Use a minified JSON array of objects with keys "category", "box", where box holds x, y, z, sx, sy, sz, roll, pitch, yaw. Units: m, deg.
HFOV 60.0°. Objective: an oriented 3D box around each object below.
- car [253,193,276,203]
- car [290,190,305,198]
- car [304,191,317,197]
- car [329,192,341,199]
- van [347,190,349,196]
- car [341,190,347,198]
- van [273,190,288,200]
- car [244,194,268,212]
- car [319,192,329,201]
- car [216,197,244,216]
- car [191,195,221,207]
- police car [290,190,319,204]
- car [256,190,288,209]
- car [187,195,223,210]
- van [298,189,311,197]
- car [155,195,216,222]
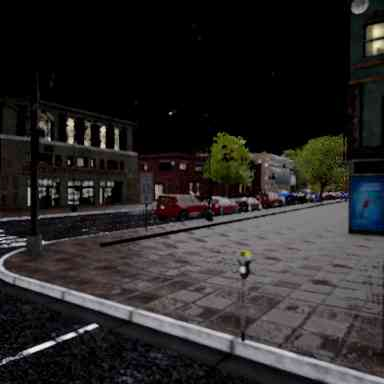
[{"category":"car","box":[11.335,0.897,52.045,1.895,1.301,4.718,1,1,34]},{"category":"car","box":[23.786,0.479,74.946,1.967,1.590,4.097,1,2,34]},{"category":"car","box":[30.053,0.451,84.091,2.008,1.369,4.403,1,2,34]},{"category":"car","box":[27.570,0.758,65.650,1.802,1.307,4.206,1,2,34]},{"category":"van","box":[36.975,0.309,79.360,1.690,1.788,3.998,1,2,34]},{"category":"car","box":[30.801,0.630,70.360,1.752,1.417,4.829,1,2,34]},{"category":"van","box":[17.519,0.519,65.800,1.690,1.788,3.998,1,2,34]},{"category":"car","box":[5.632,1.205,33.648,2.008,1.369,4.403,1,1,34]},{"category":"car","box":[20.364,0.698,54.404,2.097,1.767,4.553,1,1,34]},{"category":"car","box":[2.499,1.161,29.073,1.967,1.590,4.097,1,1,34]},{"category":"car","box":[1.847,1.085,42.948,1.947,1.339,4.313,1,1,34]},{"category":"police car","box":[16.502,0.855,48.734,1.930,1.638,5.238,1,1,34]},{"category":"car","box":[8.769,0.902,38.215,2.192,1.841,5.009,1,1,34]},{"category":"car","box":[1.554,1.118,37.944,1.812,1.442,4.674,1,1,34]},{"category":"van","box":[26.921,0.311,79.515,1.690,1.788,3.998,1,2,34]},{"category":"car","box":[-0.634,1.103,24.499,2.192,1.841,5.009,1,1,34]}]
